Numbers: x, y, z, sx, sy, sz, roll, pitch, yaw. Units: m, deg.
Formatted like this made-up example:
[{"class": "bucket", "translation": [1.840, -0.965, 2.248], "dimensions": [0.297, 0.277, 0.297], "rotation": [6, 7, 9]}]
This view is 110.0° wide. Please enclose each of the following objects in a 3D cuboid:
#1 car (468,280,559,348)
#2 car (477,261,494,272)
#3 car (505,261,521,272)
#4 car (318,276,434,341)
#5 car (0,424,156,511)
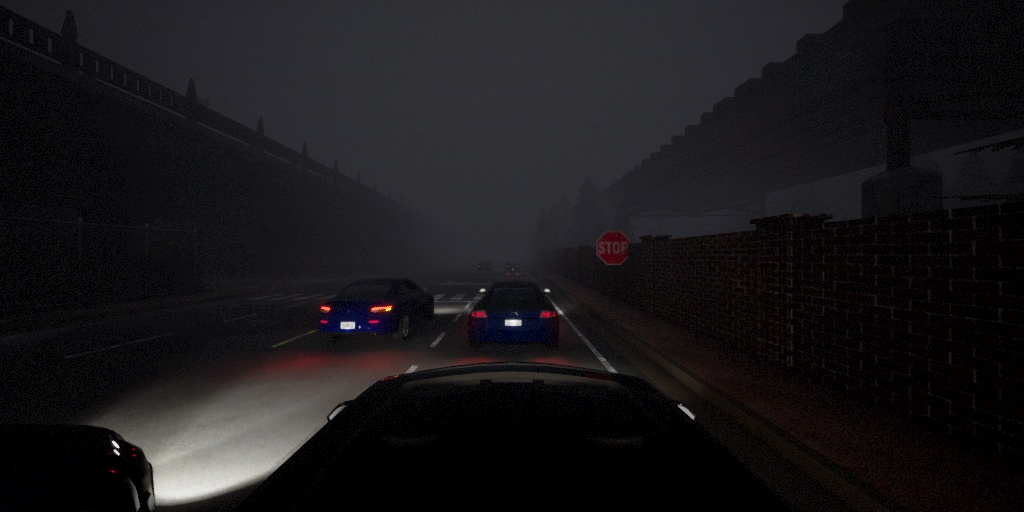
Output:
[{"class": "car", "translation": [0.069, 1.314, 9.218], "dimensions": [1.994, 1.385, 4.181], "rotation": [0, 0, 1]}, {"class": "car", "translation": [-3.395, 1.297, 45.873], "dimensions": [2.033, 1.411, 5.357], "rotation": [0, 0, -1]}, {"class": "car", "translation": [0.099, 1.351, 46.036], "dimensions": [1.895, 1.301, 4.718], "rotation": [0, 0, -1]}, {"class": "car", "translation": [-3.412, 1.276, 9.740], "dimensions": [1.812, 1.442, 4.674], "rotation": [0, 0, 0]}, {"class": "car", "translation": [-3.398, 1.314, 0.644], "dimensions": [1.994, 1.385, 4.181], "rotation": [0, 0, 0]}]
